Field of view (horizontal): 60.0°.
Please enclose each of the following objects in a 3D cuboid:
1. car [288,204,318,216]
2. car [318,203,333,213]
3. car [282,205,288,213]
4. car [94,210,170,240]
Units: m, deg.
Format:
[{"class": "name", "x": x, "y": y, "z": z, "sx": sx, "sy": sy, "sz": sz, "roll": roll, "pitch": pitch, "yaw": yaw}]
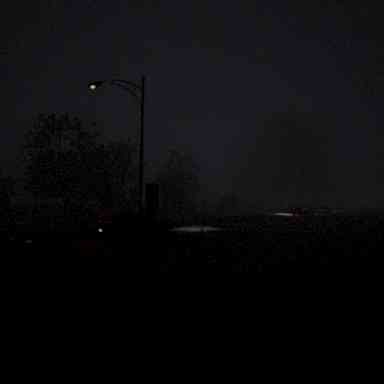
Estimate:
[{"class": "car", "x": 14.727, "y": 2.369, "z": 43.922, "sx": 1.812, "sy": 1.442, "sz": 4.674, "roll": 1, "pitch": 0, "yaw": 36}, {"class": "car", "x": 20.715, "y": 2.506, "z": 52.319, "sx": 2.128, "sy": 1.511, "sz": 4.902, "roll": 1, "pitch": 0, "yaw": 36}, {"class": "car", "x": 15.074, "y": 2.425, "z": 49.194, "sx": 2.033, "sy": 1.411, "sz": 5.357, "roll": 1, "pitch": 0, "yaw": 36}, {"class": "car", "x": -3.266, "y": 1.795, "z": 19.026, "sx": 2.128, "sy": 1.511, "sz": 4.902, "roll": 1, "pitch": 0, "yaw": 36}]
